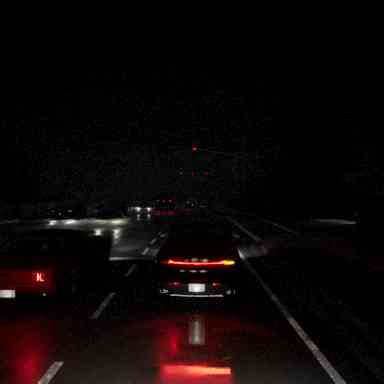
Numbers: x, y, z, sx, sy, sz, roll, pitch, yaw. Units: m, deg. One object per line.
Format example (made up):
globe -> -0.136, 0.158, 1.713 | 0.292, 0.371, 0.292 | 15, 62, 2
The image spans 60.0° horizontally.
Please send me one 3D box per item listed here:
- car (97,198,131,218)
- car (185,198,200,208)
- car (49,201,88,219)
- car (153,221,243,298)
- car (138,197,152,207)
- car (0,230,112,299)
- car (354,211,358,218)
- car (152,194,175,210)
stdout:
car -> -7.123, 1.477, 30.071 | 1.882, 1.535, 5.008 | 0, 0, 0
car -> 0.073, 1.526, 47.569 | 1.812, 1.442, 4.674 | 0, 0, 1
car -> -10.610, 1.525, 29.004 | 1.812, 1.442, 4.674 | 0, 0, 0
car -> 0.188, 1.505, 8.508 | 1.837, 1.490, 4.892 | 0, 0, 2
car -> -7.043, 1.534, 50.749 | 1.837, 1.490, 4.892 | 0, 0, 0
car -> -3.420, 1.601, 8.394 | 1.895, 1.301, 4.718 | 0, 0, 0
car -> 14.839, 1.466, 25.101 | 4.892, 1.490, 1.837 | 0, 0, -1
car -> -3.435, 1.222, 43.210 | 2.150, 2.045, 5.566 | 0, 0, 0
